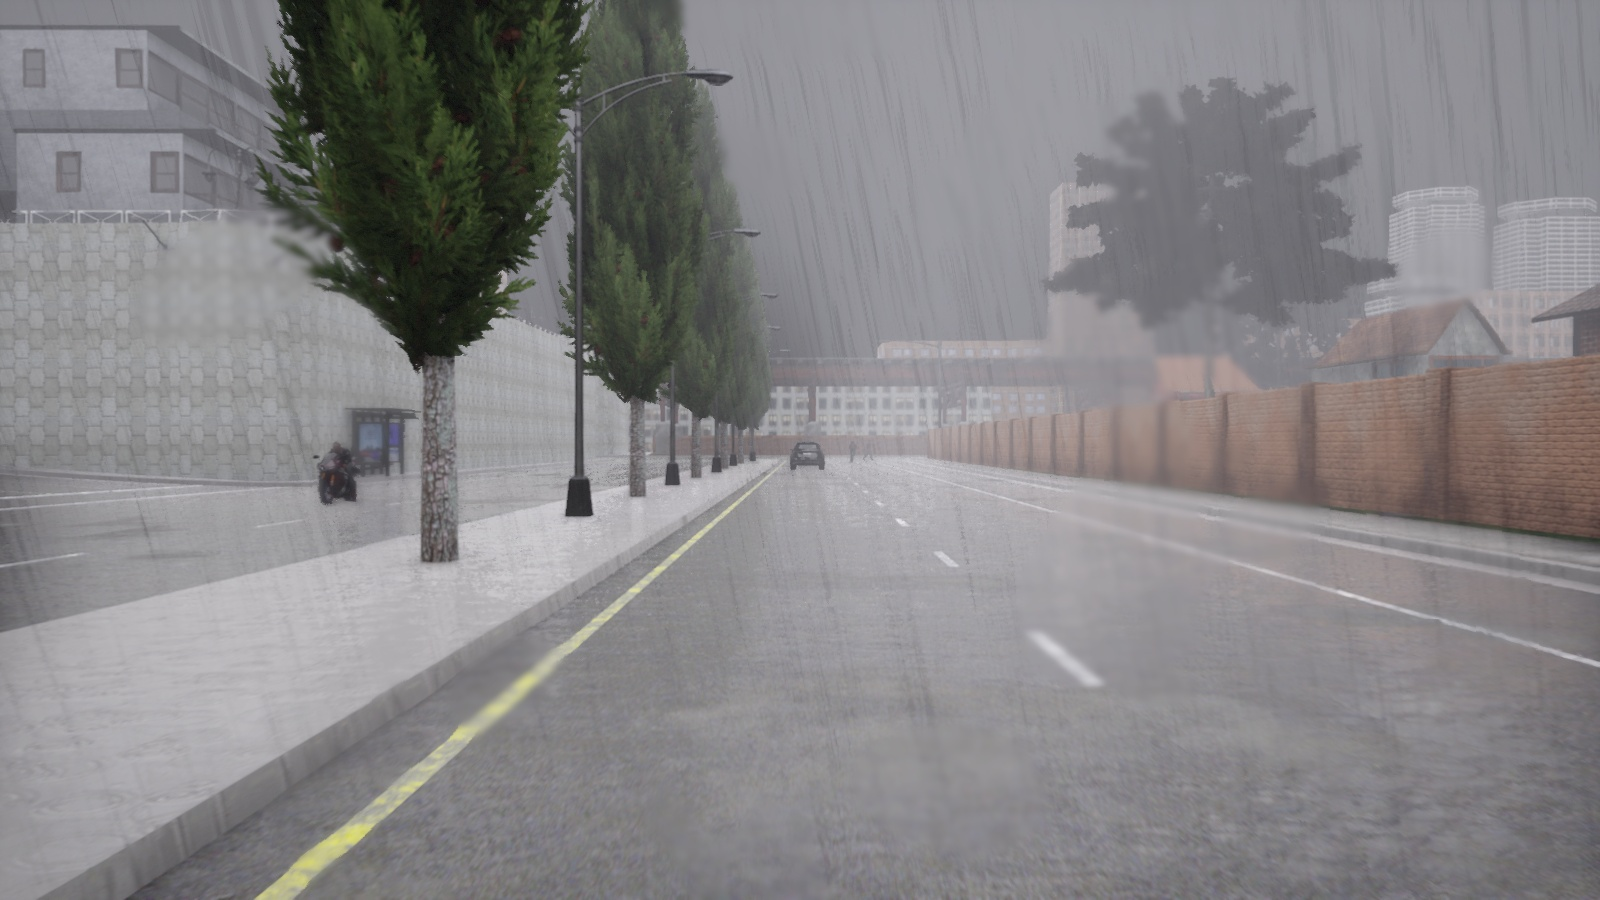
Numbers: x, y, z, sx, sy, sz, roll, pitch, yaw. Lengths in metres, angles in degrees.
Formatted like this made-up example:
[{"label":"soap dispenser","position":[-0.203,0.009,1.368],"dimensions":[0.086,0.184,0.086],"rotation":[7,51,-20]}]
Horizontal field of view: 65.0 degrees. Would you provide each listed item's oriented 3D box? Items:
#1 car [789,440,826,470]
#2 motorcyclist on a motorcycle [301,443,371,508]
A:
[{"label":"car","position":[0.423,0.273,71.751],"dimensions":[2.033,1.649,4.856],"rotation":[0,0,0]},{"label":"motorcyclist on a motorcycle","position":[-11.310,0.586,30.690],"dimensions":[0.866,1.530,2.191],"rotation":[0,0,0]}]
